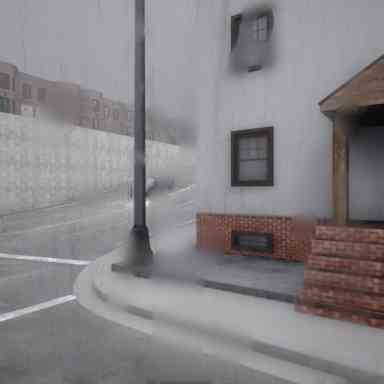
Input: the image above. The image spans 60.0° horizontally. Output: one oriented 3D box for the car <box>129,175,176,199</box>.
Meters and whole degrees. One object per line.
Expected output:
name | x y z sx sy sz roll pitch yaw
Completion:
car | -3.200 -0.536 27.505 1.812 1.442 4.674 0 13 35
